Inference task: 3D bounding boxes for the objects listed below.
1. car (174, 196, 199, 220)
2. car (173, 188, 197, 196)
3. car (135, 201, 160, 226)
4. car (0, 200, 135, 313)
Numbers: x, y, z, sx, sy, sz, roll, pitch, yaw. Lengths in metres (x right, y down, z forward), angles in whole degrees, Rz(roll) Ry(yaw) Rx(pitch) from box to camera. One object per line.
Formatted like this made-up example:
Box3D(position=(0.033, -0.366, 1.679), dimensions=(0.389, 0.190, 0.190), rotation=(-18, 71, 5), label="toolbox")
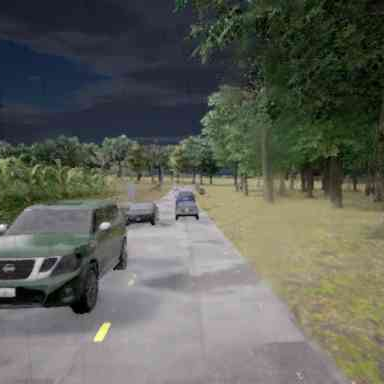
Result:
Box3D(position=(-0.413, 1.350, 26.003), dimensions=(2.033, 1.411, 5.357), rotation=(-1, 1, -2), label="car")
Box3D(position=(-0.671, 0.913, 36.861), dimensions=(2.150, 2.045, 5.566), rotation=(-1, 1, -1), label="car")
Box3D(position=(-3.274, 1.362, 22.536), dimensions=(1.882, 1.535, 5.008), rotation=(-1, 0, -1), label="car")
Box3D(position=(-2.985, 1.239, 8.017), dimensions=(2.150, 2.045, 5.566), rotation=(-1, 0, -1), label="car")
